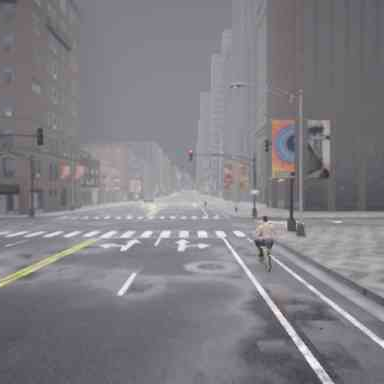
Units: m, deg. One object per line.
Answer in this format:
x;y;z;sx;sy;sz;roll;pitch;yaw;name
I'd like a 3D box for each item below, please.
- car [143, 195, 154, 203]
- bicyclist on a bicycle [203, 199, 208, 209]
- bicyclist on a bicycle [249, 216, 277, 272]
-9.745;1.596;74.795;2.097;1.767;4.553;0;0;0;car
2.208;1.893;54.278;0.866;1.612;1.509;0;0;0;bicyclist on a bicycle
2.204;1.516;10.114;0.866;1.612;1.509;0;0;0;bicyclist on a bicycle
